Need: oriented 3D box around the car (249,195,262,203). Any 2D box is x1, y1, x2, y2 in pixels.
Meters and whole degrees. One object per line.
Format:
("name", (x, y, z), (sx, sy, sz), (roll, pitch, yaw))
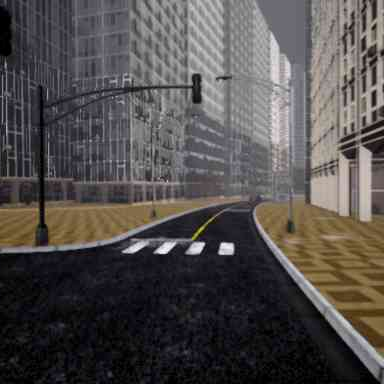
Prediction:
("car", (11.603, 1.198, 60.504), (1.882, 1.535, 5.008), (0, 0, 19))
